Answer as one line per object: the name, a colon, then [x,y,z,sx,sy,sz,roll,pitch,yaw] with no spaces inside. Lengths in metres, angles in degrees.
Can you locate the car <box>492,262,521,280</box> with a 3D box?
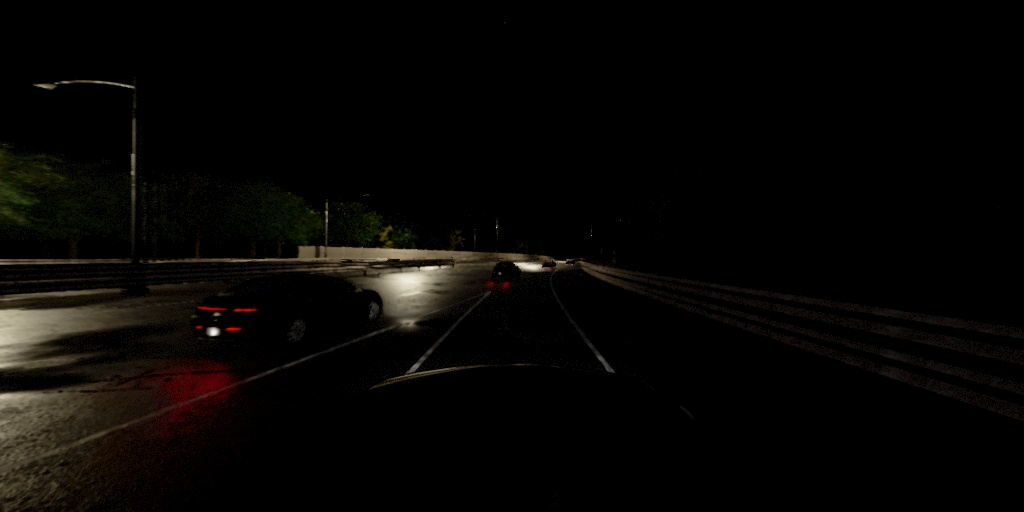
car: [-0.486,1.248,31.451,1.812,1.442,4.674,1,0,13]

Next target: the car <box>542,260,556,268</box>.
car: [6.195,1.339,59.451,1.895,1.301,4.718,1,0,14]

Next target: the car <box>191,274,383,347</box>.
car: [-5.230,1.205,9.230,1.837,1.490,4.892,1,0,11]
